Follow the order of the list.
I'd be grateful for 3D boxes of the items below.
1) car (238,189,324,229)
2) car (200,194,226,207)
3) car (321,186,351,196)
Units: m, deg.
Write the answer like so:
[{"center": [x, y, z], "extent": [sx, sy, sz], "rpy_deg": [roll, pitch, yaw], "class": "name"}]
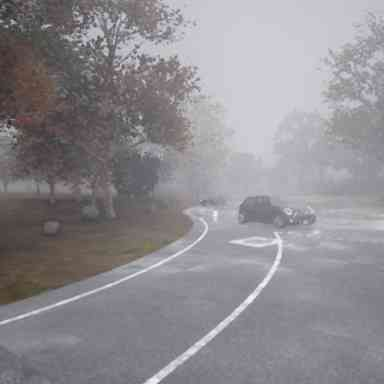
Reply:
[{"center": [4.545, 0.931, 18.431], "extent": [2.097, 1.767, 4.553], "rpy_deg": [-2, 1, -28], "class": "car"}, {"center": [2.312, 0.887, 35.943], "extent": [1.895, 1.301, 4.718], "rpy_deg": [-1, 1, 18], "class": "car"}, {"center": [21.544, -0.197, 50.734], "extent": [5.008, 1.535, 1.882], "rpy_deg": [-1, 1, 0], "class": "car"}]
